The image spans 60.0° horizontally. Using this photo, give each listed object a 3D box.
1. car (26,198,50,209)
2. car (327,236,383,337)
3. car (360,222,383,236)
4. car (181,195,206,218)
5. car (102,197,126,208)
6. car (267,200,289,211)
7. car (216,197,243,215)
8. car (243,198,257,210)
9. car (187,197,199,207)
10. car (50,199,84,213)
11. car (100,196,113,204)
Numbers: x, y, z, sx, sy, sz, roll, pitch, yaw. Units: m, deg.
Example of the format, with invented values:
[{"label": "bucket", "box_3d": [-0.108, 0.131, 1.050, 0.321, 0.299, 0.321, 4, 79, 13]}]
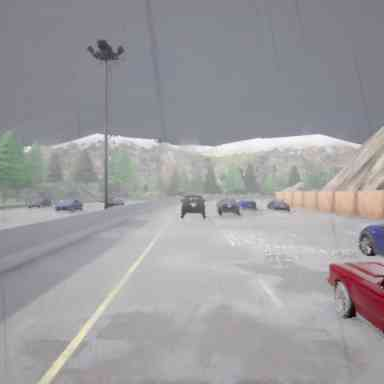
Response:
[{"label": "car", "box_3d": [-21.018, 1.572, 46.036, 1.837, 1.490, 4.892, 0, 0, 1]}, {"label": "car", "box_3d": [3.587, 1.605, 4.464, 1.895, 1.301, 4.718, 0, 0, 0]}, {"label": "car", "box_3d": [7.103, 1.363, 10.229, 2.097, 1.767, 4.553, 0, 0, 0]}, {"label": "car", "box_3d": [0.122, 1.262, 31.118, 2.150, 2.045, 5.566, 0, 0, 0]}, {"label": "car", "box_3d": [-10.522, 1.666, 45.820, 1.895, 1.301, 4.718, 0, 0, 1]}, {"label": "car", "box_3d": [10.625, 1.614, 41.276, 1.994, 1.385, 4.181, 0, 0, 0]}, {"label": "car", "box_3d": [3.623, 1.396, 34.444, 2.097, 1.767, 4.553, 0, 0, 0]}, {"label": "car", "box_3d": [7.128, 1.532, 43.384, 1.882, 1.535, 5.008, 0, 0, 0]}, {"label": "car", "box_3d": [0.192, 1.598, 55.034, 1.812, 1.442, 4.674, 0, 0, 1]}, {"label": "car", "box_3d": [-14.038, 1.534, 38.179, 1.882, 1.535, 5.008, 0, 0, 1]}, {"label": "car", "box_3d": [-16.809, 1.513, 66.536, 2.128, 1.511, 4.902, 0, 0, 6]}]
